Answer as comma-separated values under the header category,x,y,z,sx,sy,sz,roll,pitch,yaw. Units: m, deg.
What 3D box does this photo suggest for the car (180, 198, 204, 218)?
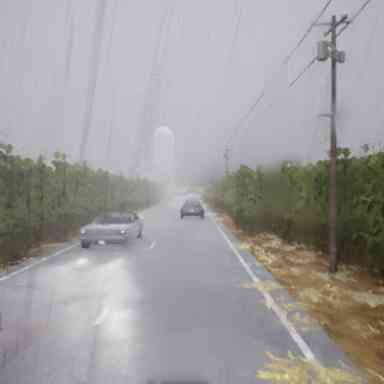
category,x,y,z,sx,sy,sz,roll,pitch,yaw
car,0.023,1.431,28.341,1.994,1.385,4.181,0,0,0

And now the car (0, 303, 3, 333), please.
category,x,y,z,sx,sy,sz,roll,pitch,yaw
car,-3.295,1.514,2.419,1.812,1.442,4.674,0,0,0

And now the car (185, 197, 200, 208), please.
category,x,y,z,sx,sy,sz,roll,pitch,yaw
car,0.066,1.394,43.838,1.895,1.301,4.718,0,0,0

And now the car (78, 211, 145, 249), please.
category,x,y,z,sx,sy,sz,roll,pitch,yaw
car,-3.294,1.533,14.400,1.895,1.301,4.718,0,0,0
